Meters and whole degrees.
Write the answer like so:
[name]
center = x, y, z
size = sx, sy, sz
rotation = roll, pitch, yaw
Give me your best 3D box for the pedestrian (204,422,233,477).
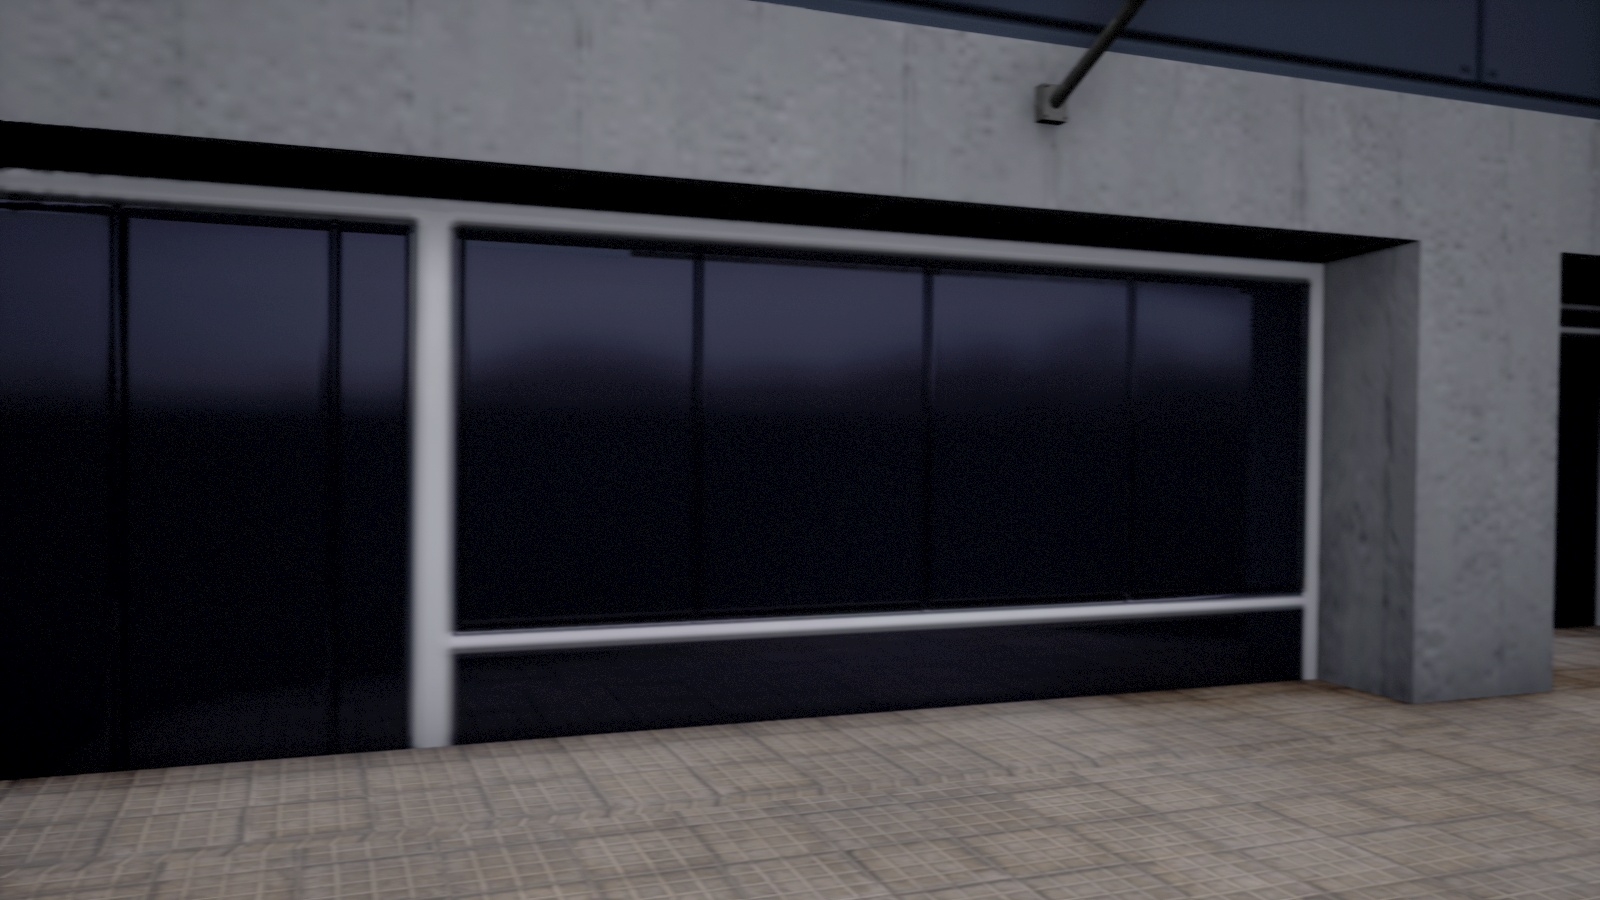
[pedestrian]
center = -20.134, -0.031, 43.489
size = 0.849, 1.883, 0.563
rotation = -1, 1, -18
